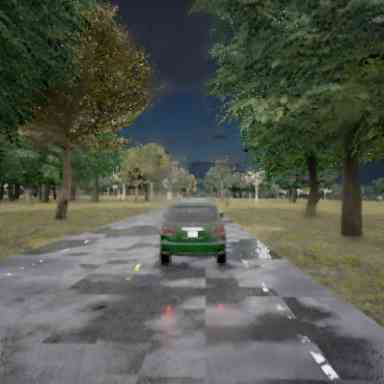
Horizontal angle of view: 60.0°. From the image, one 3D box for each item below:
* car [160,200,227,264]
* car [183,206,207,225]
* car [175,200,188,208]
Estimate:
[{"bbox_3d":[0.067,1.366,12.578,2.150,2.045,5.566,0,0,1],"label":"car"},{"bbox_3d":[0.329,1.922,28.224,1.895,1.301,4.718,0,-1,2],"label":"car"},{"bbox_3d":[-1.981,2.273,65.450,2.128,1.511,4.902,0,-1,3],"label":"car"}]
